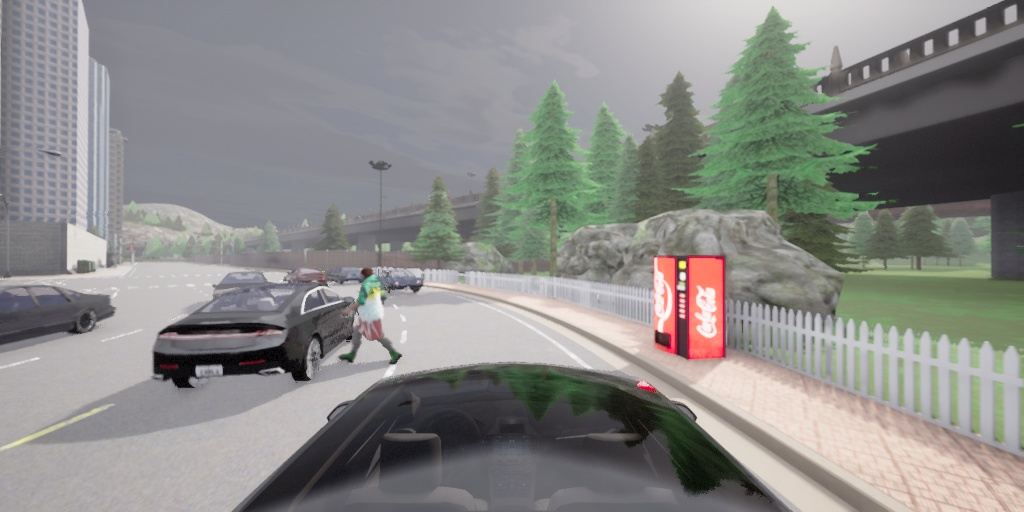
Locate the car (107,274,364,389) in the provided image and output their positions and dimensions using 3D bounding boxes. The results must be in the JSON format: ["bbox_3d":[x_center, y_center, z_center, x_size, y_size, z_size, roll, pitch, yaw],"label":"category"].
[{"bbox_3d":[-4.368,1.282,7.019,2.128,1.511,4.902,0,0,-11],"label":"car"}]

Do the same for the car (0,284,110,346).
[{"bbox_3d":[-11.607,1.350,7.879,2.033,1.411,5.357,0,0,-18],"label":"car"}]

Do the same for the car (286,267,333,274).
[{"bbox_3d":[-13.758,1.438,23.860,1.812,1.442,4.674,0,0,-42],"label":"car"}]

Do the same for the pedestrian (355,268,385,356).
[{"bbox_3d":[-2.650,1.080,6.702,0.375,1.860,0.375,0,0,-10],"label":"pedestrian"}]

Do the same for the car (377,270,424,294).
[{"bbox_3d":[-7.015,1.491,21.367,1.895,1.301,4.718,0,0,-36],"label":"car"}]

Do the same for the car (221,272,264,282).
[{"bbox_3d":[-11.629,1.403,15.637,2.033,1.411,5.357,0,-1,-34],"label":"car"}]

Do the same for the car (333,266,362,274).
[{"bbox_3d":[-13.322,1.492,28.587,5.357,1.411,2.033,0,-1,45],"label":"car"}]

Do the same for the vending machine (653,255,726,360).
[{"bbox_3d":[3.451,0.978,7.053,1.100,2.100,0.880,0,0,-9],"label":"vending machine"}]
